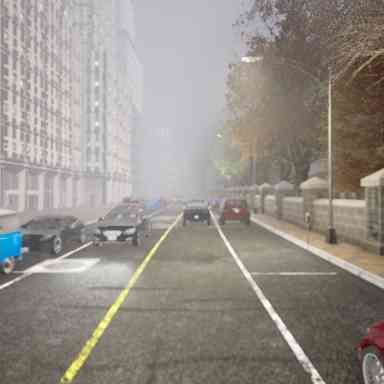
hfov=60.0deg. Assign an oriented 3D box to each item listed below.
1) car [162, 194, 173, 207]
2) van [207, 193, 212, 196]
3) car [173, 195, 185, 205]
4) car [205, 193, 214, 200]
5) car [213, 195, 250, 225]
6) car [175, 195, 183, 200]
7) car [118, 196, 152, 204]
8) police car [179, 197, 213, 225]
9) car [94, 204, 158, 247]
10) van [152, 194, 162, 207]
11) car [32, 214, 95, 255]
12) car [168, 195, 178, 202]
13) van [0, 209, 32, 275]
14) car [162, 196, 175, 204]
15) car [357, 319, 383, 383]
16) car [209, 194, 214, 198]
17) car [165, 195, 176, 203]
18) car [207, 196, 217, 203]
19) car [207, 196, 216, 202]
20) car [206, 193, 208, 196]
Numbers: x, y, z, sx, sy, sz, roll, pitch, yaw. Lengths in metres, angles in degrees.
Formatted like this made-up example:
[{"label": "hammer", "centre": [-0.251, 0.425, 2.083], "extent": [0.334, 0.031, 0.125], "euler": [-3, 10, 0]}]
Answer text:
[{"label": "car", "centre": [-4.728, 1.295, 51.372], "extent": [2.192, 1.841, 5.009], "euler": [1, 0, 2]}, {"label": "van", "centre": [3.648, 1.320, 51.115], "extent": [1.690, 1.788, 3.998], "euler": [1, 0, 2]}, {"label": "car", "centre": [-1.960, 1.325, 56.739], "extent": [2.097, 1.767, 4.553], "euler": [0, 0, 2]}, {"label": "car", "centre": [4.650, 1.222, 89.452], "extent": [2.192, 1.841, 5.009], "euler": [1, 0, 2]}, {"label": "car", "centre": [2.933, 1.317, 23.731], "extent": [2.192, 1.841, 5.009], "euler": [1, 0, 2]}, {"label": "car", "centre": [-3.587, 1.446, 95.152], "extent": [2.008, 1.369, 4.403], "euler": [1, 0, 2]}, {"label": "car", "centre": [-5.301, 1.316, 29.482], "extent": [2.192, 1.841, 5.009], "euler": [1, 0, 2]}, {"label": "police car", "centre": [0.358, 1.427, 24.216], "extent": [1.930, 1.638, 5.238], "euler": [0, 0, 1]}, {"label": "car", "centre": [-3.026, 1.496, 15.129], "extent": [2.128, 1.511, 4.902], "euler": [0, 0, 1]}, {"label": "van", "centre": [-5.014, 1.333, 40.428], "extent": [1.690, 1.788, 3.998], "euler": [1, 0, 1]}, {"label": "car", "centre": [-5.657, 1.571, 13.413], "extent": [1.947, 1.339, 4.313], "euler": [1, 0, 1]}, {"label": "car", "centre": [-4.157, 1.385, 73.263], "extent": [1.967, 1.590, 4.097], "euler": [1, 0, 2]}, {"label": "van", "centre": [-5.684, 1.345, 7.871], "extent": [1.690, 1.788, 3.998], "euler": [1, 0, 0]}, {"label": "car", "centre": [-4.445, 1.516, 62.317], "extent": [2.008, 1.369, 4.403], "euler": [1, 0, 2]}, {"label": "car", "centre": [2.695, 1.583, 2.046], "extent": [1.802, 1.307, 4.206], "euler": [0, 0, 0]}, {"label": "car", "centre": [3.361, 1.430, 40.161], "extent": [1.967, 1.590, 4.097], "euler": [1, 0, 2]}, {"label": "car", "centre": [-4.300, 1.396, 67.791], "extent": [1.967, 1.590, 4.097], "euler": [1, 0, 2]}, {"label": "car", "centre": [4.076, 1.520, 67.546], "extent": [1.947, 1.339, 4.313], "euler": [1, 0, 2]}, {"label": "car", "centre": [4.218, 1.525, 73.022], "extent": [1.802, 1.307, 4.206], "euler": [1, 0, 2]}, {"label": "car", "centre": [3.934, 1.403, 62.068], "extent": [1.967, 1.590, 4.097], "euler": [1, 0, 1]}]
